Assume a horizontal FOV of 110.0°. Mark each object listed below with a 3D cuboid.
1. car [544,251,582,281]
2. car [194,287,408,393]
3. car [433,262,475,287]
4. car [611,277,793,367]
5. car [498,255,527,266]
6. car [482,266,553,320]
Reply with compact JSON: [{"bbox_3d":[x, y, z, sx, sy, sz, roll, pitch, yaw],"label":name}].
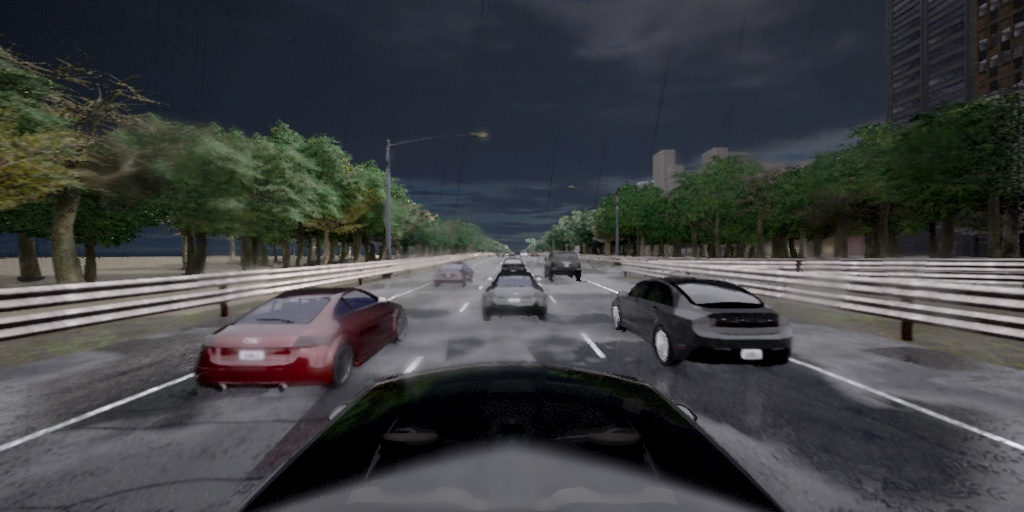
[{"bbox_3d":[3.593,0.676,25.989,2.150,2.045,5.566,0,1,0],"label":"car"},{"bbox_3d":[-3.437,1.262,6.761,1.994,1.385,4.181,0,1,0],"label":"car"},{"bbox_3d":[-3.432,1.065,21.913,2.033,1.411,5.357,0,1,0],"label":"car"},{"bbox_3d":[3.569,1.191,7.743,1.837,1.490,4.892,0,0,0],"label":"car"},{"bbox_3d":[0.097,0.896,28.483,1.882,1.535,5.008,0,1,0],"label":"car"},{"bbox_3d":[0.088,1.203,12.139,1.994,1.385,4.181,0,1,0],"label":"car"}]
